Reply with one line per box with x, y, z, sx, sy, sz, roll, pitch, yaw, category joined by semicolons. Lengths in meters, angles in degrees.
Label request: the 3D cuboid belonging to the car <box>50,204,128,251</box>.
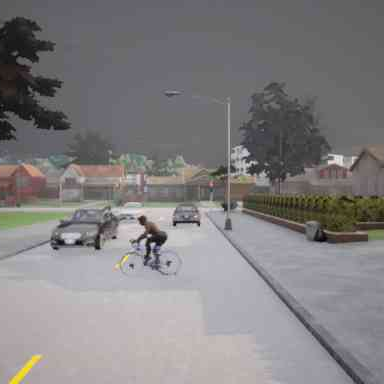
-4.371;1.493;14.240;2.128;1.511;4.902;0;0;-1;car

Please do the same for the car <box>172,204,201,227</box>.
-0.366;1.547;22.791;2.033;1.411;5.357;0;0;-1;car

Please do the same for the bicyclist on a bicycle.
-1.129;1.449;8.840;1.656;1.620;0.582;-2;0;-1;bicyclist on a bicycle

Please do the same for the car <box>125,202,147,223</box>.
-4.534;1.526;25.667;1.812;1.442;4.674;0;0;-1;car
